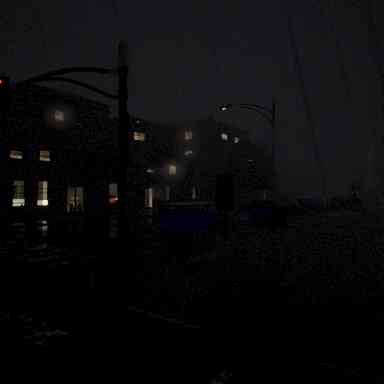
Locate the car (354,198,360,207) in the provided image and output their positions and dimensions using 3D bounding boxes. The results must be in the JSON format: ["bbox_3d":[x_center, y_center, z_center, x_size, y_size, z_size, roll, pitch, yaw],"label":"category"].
[{"bbox_3d":[25.226,1.516,53.828,2.192,1.841,5.009,0,0,35],"label":"car"}]

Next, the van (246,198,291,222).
[{"bbox_3d":[6.218,1.436,26.691,1.690,1.788,3.998,0,0,35],"label":"van"}]

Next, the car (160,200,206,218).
[{"bbox_3d":[-0.734,1.558,31.374,1.752,1.417,4.829,0,0,35],"label":"car"}]

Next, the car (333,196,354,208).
[{"bbox_3d":[22.058,1.497,49.305,2.192,1.841,5.009,0,0,35],"label":"car"}]

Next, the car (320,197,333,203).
[{"bbox_3d":[31.041,1.792,76.740,1.947,1.339,4.313,0,0,35],"label":"car"}]

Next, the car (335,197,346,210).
[{"bbox_3d":[18.888,1.729,44.781,1.947,1.339,4.313,0,0,35],"label":"car"}]

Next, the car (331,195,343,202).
[{"bbox_3d":[37.377,1.712,85.785,1.967,1.590,4.097,0,0,35],"label":"car"}]

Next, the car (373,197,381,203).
[{"bbox_3d":[44.231,1.899,80.963,1.947,1.339,4.313,0,0,35],"label":"car"}]

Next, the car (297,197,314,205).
[{"bbox_3d":[21.538,1.705,63.172,1.887,1.381,4.507,0,0,35],"label":"car"}]

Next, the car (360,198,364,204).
[{"bbox_3d":[28.490,1.748,58.489,1.752,1.417,4.829,0,0,35],"label":"car"}]

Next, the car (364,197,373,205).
[{"bbox_3d":[34.728,1.809,67.395,1.887,1.381,4.507,0,0,35],"label":"car"}]

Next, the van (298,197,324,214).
[{"bbox_3d":[12.554,1.469,35.736,1.690,1.788,3.998,0,0,35],"label":"van"}]

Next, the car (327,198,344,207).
[{"bbox_3d":[25.091,1.796,58.146,1.895,1.301,4.718,1,0,35],"label":"car"}]

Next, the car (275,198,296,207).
[{"bbox_3d":[15.203,1.665,54.127,1.887,1.381,4.507,0,0,35],"label":"car"}]

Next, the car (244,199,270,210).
[{"bbox_3d":[8.867,1.629,45.082,1.887,1.381,4.507,0,0,35],"label":"car"}]

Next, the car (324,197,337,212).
[{"bbox_3d":[15.819,1.671,40.399,1.752,1.417,4.829,0,0,35],"label":"car"}]

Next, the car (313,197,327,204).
[{"bbox_3d":[27.776,1.728,72.078,1.752,1.417,4.829,0,0,35],"label":"car"}]

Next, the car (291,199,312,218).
[{"bbox_3d":[9.385,1.655,31.213,1.887,1.381,4.507,0,0,35],"label":"car"}]

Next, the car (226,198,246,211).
[{"bbox_3d":[5.700,1.506,40.560,1.967,1.590,4.097,0,0,35],"label":"car"}]

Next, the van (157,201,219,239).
[{"bbox_3d":[-0.117,1.406,17.646,1.690,1.788,3.998,0,0,35],"label":"van"}]
